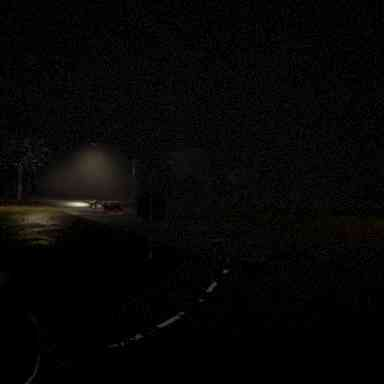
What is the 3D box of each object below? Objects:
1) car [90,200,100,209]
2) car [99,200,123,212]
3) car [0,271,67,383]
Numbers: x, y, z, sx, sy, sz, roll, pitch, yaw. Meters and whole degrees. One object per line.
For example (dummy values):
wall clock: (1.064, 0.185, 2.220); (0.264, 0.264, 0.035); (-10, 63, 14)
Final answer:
car: (-16.380, 2.075, 57.489); (1.837, 1.490, 4.892); (2, -1, -28)
car: (-11.657, 2.146, 48.706); (1.895, 1.301, 4.718); (2, -1, -28)
car: (-2.958, 1.404, 1.666); (4.553, 1.767, 2.097); (0, -1, -28)
